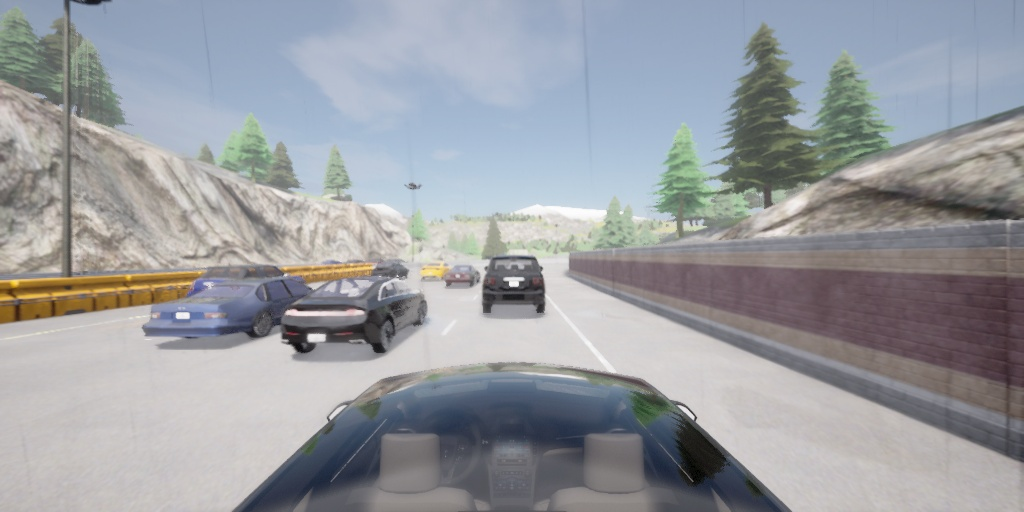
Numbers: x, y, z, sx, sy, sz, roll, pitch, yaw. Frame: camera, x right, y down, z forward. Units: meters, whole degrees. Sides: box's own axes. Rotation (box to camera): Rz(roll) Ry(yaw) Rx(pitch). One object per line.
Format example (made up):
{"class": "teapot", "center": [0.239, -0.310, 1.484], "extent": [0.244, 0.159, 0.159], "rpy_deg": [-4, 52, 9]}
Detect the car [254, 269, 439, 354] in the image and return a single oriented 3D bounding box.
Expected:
{"class": "car", "center": [-3.451, 1.247, 8.792], "extent": [2.128, 1.511, 4.902], "rpy_deg": [0, 0, 0]}

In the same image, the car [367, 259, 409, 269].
{"class": "car", "center": [-10.075, 1.276, 30.238], "extent": [1.837, 1.490, 4.892], "rpy_deg": [0, 0, 3]}

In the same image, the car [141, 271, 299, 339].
{"class": "car", "center": [-6.946, 1.306, 10.085], "extent": [2.033, 1.411, 5.357], "rpy_deg": [0, 0, 0]}

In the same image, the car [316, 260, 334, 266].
{"class": "car", "center": [-28.025, 1.319, 54.967], "extent": [1.812, 1.442, 4.674], "rpy_deg": [0, 0, 12]}

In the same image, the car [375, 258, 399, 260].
{"class": "car", "center": [-17.661, 1.140, 53.232], "extent": [2.097, 1.767, 4.553], "rpy_deg": [0, 0, 12]}

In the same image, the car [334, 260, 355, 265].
{"class": "car", "center": [-24.420, 1.295, 55.044], "extent": [1.837, 1.490, 4.892], "rpy_deg": [0, 0, 12]}

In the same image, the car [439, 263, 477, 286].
{"class": "car", "center": [-3.341, 1.313, 25.107], "extent": [2.033, 1.411, 5.357], "rpy_deg": [0, 0, 2]}

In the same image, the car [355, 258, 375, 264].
{"class": "car", "center": [-21.037, 1.142, 54.221], "extent": [2.097, 1.767, 4.553], "rpy_deg": [0, 0, 12]}

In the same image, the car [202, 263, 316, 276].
{"class": "car", "center": [-10.428, 1.114, 14.654], "extent": [2.097, 1.767, 4.553], "rpy_deg": [0, 0, 0]}

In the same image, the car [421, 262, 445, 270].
{"class": "car", "center": [-6.469, 1.248, 31.580], "extent": [1.882, 1.535, 5.008], "rpy_deg": [0, 0, 4]}

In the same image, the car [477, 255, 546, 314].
{"class": "car", "center": [0.071, 0.977, 13.910], "extent": [2.150, 2.045, 5.566], "rpy_deg": [0, 0, 0]}
